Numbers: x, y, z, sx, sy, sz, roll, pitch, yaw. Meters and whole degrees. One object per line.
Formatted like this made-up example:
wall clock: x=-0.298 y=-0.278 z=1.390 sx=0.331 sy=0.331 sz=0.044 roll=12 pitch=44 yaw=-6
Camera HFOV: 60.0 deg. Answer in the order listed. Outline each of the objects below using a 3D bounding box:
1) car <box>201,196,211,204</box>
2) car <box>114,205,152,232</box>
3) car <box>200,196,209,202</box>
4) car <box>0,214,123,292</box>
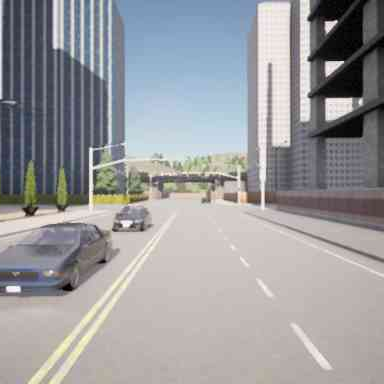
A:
car: x=3.274 y=1.859 z=75.316 sx=1.837 sy=1.490 sz=4.892 roll=0 pitch=0 yaw=0
car: x=-3.634 y=1.596 z=20.814 sx=2.128 sy=1.511 sz=4.902 roll=0 pitch=0 yaw=0
car: x=3.244 y=1.865 z=85.361 sx=2.128 sy=1.511 sz=4.902 roll=0 pitch=0 yaw=0
car: x=-3.623 y=1.599 z=9.416 sx=2.033 sy=1.411 sz=5.357 roll=0 pitch=0 yaw=0
